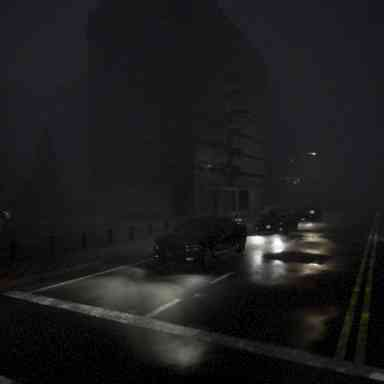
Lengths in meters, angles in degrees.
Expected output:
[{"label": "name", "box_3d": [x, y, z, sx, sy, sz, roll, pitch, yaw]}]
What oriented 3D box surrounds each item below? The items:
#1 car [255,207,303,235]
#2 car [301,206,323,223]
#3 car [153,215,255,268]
[{"label": "car", "box_3d": [5.438, 1.866, 21.146, 1.994, 1.385, 4.181, -1, -1, 30]}, {"label": "car", "box_3d": [10.630, 1.941, 30.242, 2.033, 1.411, 5.357, -1, -1, 30]}, {"label": "car", "box_3d": [0.520, 1.694, 12.526, 1.882, 1.535, 5.008, -1, -1, 30]}]
